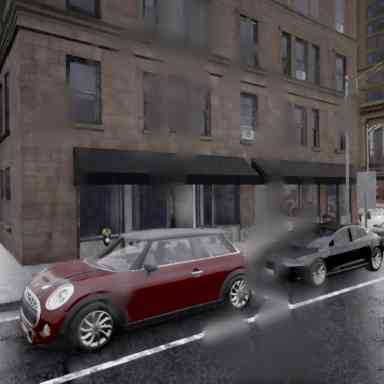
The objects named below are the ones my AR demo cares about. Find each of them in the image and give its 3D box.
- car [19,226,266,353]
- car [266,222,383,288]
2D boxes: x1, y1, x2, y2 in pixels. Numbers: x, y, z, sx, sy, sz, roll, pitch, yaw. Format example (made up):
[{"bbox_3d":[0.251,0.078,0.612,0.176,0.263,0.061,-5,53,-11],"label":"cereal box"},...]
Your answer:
[{"bbox_3d":[-0.854,1.440,6.053,4.097,1.590,1.967,0,-1,-36],"label":"car"},{"bbox_3d":[3.627,1.564,9.250,4.313,1.339,1.947,0,-1,-36],"label":"car"}]
